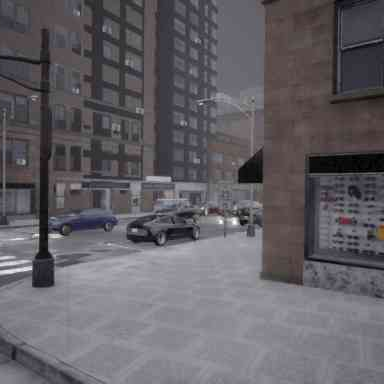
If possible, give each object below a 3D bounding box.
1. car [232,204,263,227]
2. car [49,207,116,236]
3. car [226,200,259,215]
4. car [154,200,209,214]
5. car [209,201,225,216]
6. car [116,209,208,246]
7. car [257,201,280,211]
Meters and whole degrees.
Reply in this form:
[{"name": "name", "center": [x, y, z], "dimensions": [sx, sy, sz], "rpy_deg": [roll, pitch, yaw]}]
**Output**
[{"name": "car", "center": [5.118, 1.850, 25.358], "dimensions": [1.947, 1.339, 4.313], "rpy_deg": [0, 0, 36]}, {"name": "car", "center": [-6.458, 1.634, 19.499], "dimensions": [1.812, 1.442, 4.674], "rpy_deg": [1, 0, 38]}, {"name": "car", "center": [4.786, 1.613, 35.036], "dimensions": [2.097, 1.767, 4.553], "rpy_deg": [1, 0, 36]}, {"name": "car", "center": [-1.085, 1.671, 26.933], "dimensions": [2.128, 1.511, 4.902], "rpy_deg": [1, 0, 36]}, {"name": "car", "center": [1.431, 1.645, 34.807], "dimensions": [1.967, 1.590, 4.097], "rpy_deg": [0, 0, 36]}, {"name": "car", "center": [-1.323, 1.764, 16.449], "dimensions": [1.947, 1.339, 4.313], "rpy_deg": [0, 0, 36]}, {"name": "car", "center": [11.090, 1.931, 48.171], "dimensions": [1.802, 1.307, 4.206], "rpy_deg": [0, 0, 36]}]
